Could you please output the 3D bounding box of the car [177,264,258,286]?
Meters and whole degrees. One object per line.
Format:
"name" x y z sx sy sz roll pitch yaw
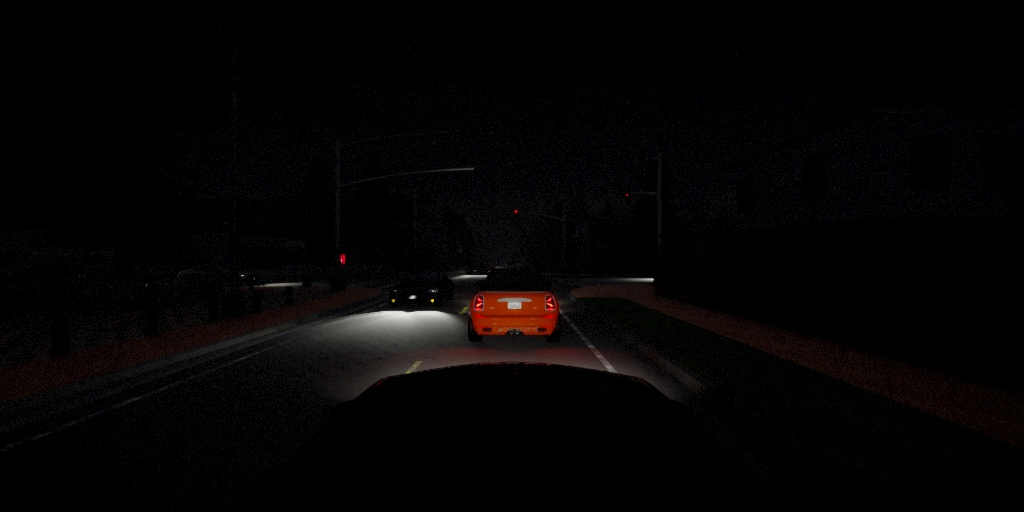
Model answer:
"car" -20.012 1.291 24.456 4.674 1.442 1.812 0 0 -2

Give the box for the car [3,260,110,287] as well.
"car" -30.191 1.243 24.139 5.008 1.535 1.882 0 0 -1

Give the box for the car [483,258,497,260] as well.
"car" -3.628 1.106 50.560 2.097 1.767 4.553 0 0 0

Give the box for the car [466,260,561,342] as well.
"car" 0.066 1.102 9.970 2.097 1.767 4.553 0 0 0

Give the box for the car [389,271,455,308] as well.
"car" -3.608 1.314 15.024 1.994 1.385 4.181 0 0 0

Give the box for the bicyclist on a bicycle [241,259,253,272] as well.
"bicyclist on a bicycle" -23.577 1.066 31.814 0.582 1.620 1.656 0 0 -2
